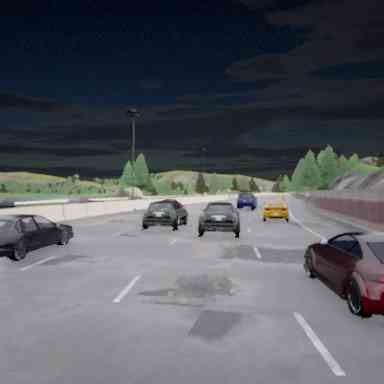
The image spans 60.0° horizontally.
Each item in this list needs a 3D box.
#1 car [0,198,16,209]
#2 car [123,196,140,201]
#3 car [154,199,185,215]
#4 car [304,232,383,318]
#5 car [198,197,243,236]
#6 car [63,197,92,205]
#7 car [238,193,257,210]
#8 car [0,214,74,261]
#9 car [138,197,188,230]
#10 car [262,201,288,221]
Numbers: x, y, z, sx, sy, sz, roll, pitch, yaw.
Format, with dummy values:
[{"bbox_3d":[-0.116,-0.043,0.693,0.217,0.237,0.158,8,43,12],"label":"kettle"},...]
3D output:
[{"bbox_3d":[-20.530,1.382,34.284,2.128,1.511,4.902,0,0,13],"label":"car"},{"bbox_3d":[-8.912,1.406,50.870,1.837,1.490,4.892,0,0,16],"label":"car"},{"bbox_3d":[-2.248,1.469,34.660,1.812,1.442,4.674,0,0,14],"label":"car"},{"bbox_3d":[3.946,1.565,7.387,1.994,1.385,4.181,0,0,3],"label":"car"},{"bbox_3d":[1.596,1.330,18.333,2.097,1.767,4.553,0,0,8],"label":"car"},{"bbox_3d":[-14.726,1.419,43.026,1.812,1.442,4.674,0,0,15],"label":"car"},{"bbox_3d":[6.937,1.181,41.986,2.150,2.045,5.566,0,0,15],"label":"car"},{"bbox_3d":[-6.252,1.511,12.055,2.033,1.411,5.357,0,0,5],"label":"car"},{"bbox_3d":[-1.556,1.317,20.844,2.097,1.767,4.553,0,0,9],"label":"car"},{"bbox_3d":[6.691,1.459,26.883,1.882,1.535,5.008,0,0,12],"label":"car"}]
